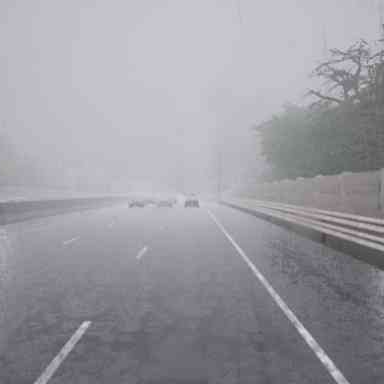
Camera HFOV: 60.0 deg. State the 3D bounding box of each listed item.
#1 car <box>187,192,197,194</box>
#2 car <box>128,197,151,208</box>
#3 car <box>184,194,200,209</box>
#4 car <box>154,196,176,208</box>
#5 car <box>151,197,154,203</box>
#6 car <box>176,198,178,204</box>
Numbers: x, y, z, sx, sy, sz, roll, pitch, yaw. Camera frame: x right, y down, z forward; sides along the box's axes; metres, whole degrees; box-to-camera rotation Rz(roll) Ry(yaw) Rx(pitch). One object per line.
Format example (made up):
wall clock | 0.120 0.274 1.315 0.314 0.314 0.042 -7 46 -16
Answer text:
car | 0.024 1.087 57.573 2.150 2.045 5.566 0 0 0
car | -7.004 1.432 43.671 1.895 1.301 4.718 0 0 0
car | -0.005 1.308 43.211 1.882 1.535 5.008 0 0 0
car | -3.504 1.356 43.620 1.812 1.442 4.674 0 0 0
car | -6.978 1.465 57.261 1.895 1.301 4.718 0 0 1
car | -3.477 1.414 57.627 2.033 1.411 5.357 0 0 1
